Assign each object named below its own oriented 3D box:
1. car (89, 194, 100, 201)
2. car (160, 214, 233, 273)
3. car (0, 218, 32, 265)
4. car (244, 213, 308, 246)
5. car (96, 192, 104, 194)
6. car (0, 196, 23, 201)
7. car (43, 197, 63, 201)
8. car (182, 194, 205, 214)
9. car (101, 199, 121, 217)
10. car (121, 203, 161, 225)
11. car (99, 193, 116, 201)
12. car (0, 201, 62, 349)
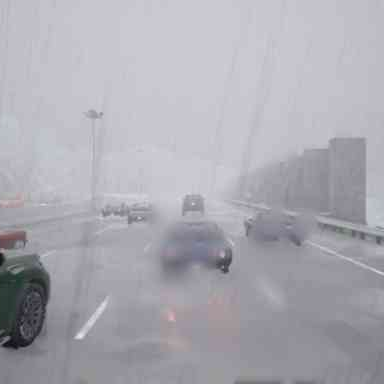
[{"bbox_3d":[-20.273,1.609,70.399,1.994,1.385,4.181,0,0,0],"label":"car"},{"bbox_3d":[0.106,1.609,10.682,1.895,1.301,4.718,0,0,0],"label":"car"},{"bbox_3d":[-6.890,1.609,9.976,1.895,1.301,4.718,0,0,0],"label":"car"},{"bbox_3d":[3.607,1.612,15.259,1.895,1.301,4.718,0,0,0],"label":"car"},{"bbox_3d":[-23.911,1.145,86.123,2.150,2.045,5.566,0,0,0],"label":"car"},{"bbox_3d":[-24.362,1.389,44.161,2.097,1.767,4.553,0,0,2],"label":"car"},{"bbox_3d":[-27.309,1.594,65.450,2.033,1.411,5.357,0,0,1],"label":"car"},{"bbox_3d":[0.147,1.248,34.013,2.150,2.045,5.566,0,0,1],"label":"car"},{"bbox_3d":[-6.877,1.625,30.916,1.895,1.301,4.718,0,0,0],"label":"car"},{"bbox_3d":[-3.392,1.510,24.017,2.128,1.511,4.902,0,0,0],"label":"car"},{"bbox_3d":[-16.787,1.579,68.198,2.128,1.511,4.902,0,0,1],"label":"car"},{"bbox_3d":[-3.398,1.224,3.124,2.150,2.045,5.566,0,0,0],"label":"car"}]
